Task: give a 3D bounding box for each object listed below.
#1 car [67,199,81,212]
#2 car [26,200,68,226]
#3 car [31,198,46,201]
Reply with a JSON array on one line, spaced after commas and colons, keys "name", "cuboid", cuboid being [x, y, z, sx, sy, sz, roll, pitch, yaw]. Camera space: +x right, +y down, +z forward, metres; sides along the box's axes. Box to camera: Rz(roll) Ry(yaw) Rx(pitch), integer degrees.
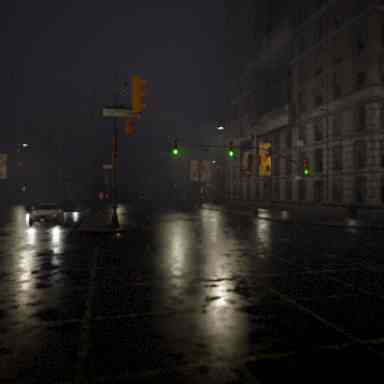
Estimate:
[{"name": "car", "cuboid": [-13.872, 1.534, 38.075, 1.994, 1.385, 4.181, 0, 0, -15]}, {"name": "car", "cuboid": [-10.076, 1.506, 23.293, 1.812, 1.442, 4.674, 0, 0, -15]}, {"name": "car", "cuboid": [-17.436, 1.460, 37.729, 2.128, 1.511, 4.902, 0, 0, -14]}]
